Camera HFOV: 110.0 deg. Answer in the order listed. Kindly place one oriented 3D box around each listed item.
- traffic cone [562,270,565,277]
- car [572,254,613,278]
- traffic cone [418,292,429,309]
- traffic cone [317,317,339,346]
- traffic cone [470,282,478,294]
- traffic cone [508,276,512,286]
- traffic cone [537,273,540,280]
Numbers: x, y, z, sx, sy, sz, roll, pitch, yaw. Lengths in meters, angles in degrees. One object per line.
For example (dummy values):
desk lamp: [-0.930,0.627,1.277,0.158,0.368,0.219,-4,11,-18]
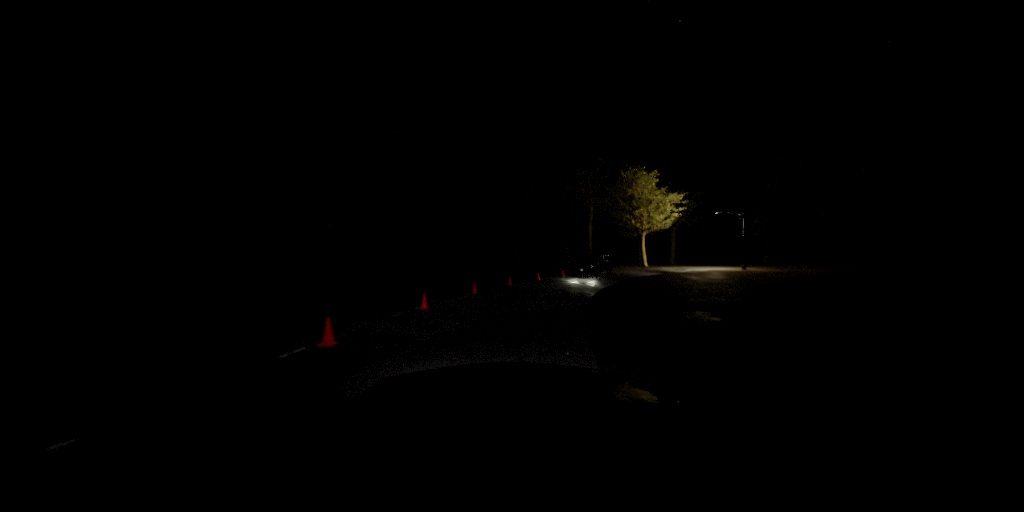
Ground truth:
traffic cone: [4.601,1.545,32.264,0.340,0.580,0.340,0,0,32]
car: [7.529,0.819,33.020,2.150,2.045,5.566,1,1,34]
traffic cone: [-3.183,1.614,13.012,0.340,0.580,0.340,0,0,12]
traffic cone: [-4.031,1.635,7.864,0.340,0.580,0.340,0,0,7]
traffic cone: [-1.884,1.598,18.064,0.340,0.580,0.340,0,0,17]
traffic cone: [-0.144,1.588,22.983,0.340,0.580,0.340,0,0,22]
traffic cone: [2.023,1.574,27.728,0.340,0.580,0.340,0,0,27]
